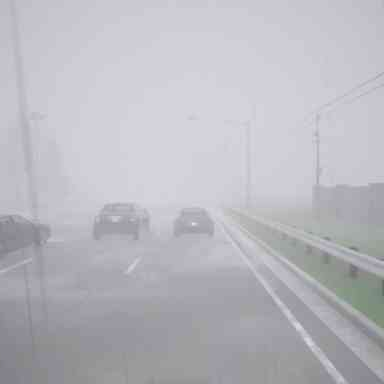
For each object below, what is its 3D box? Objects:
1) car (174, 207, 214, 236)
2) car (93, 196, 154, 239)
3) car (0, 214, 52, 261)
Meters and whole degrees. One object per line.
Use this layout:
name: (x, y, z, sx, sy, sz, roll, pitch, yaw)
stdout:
car: (0.097, 1.476, 17.742, 1.994, 1.385, 4.181, 0, 0, 0)
car: (-3.404, 1.268, 16.861, 2.097, 1.767, 4.553, 0, 0, 0)
car: (-6.905, 1.489, 11.780, 2.033, 1.411, 5.357, 0, 0, 0)
